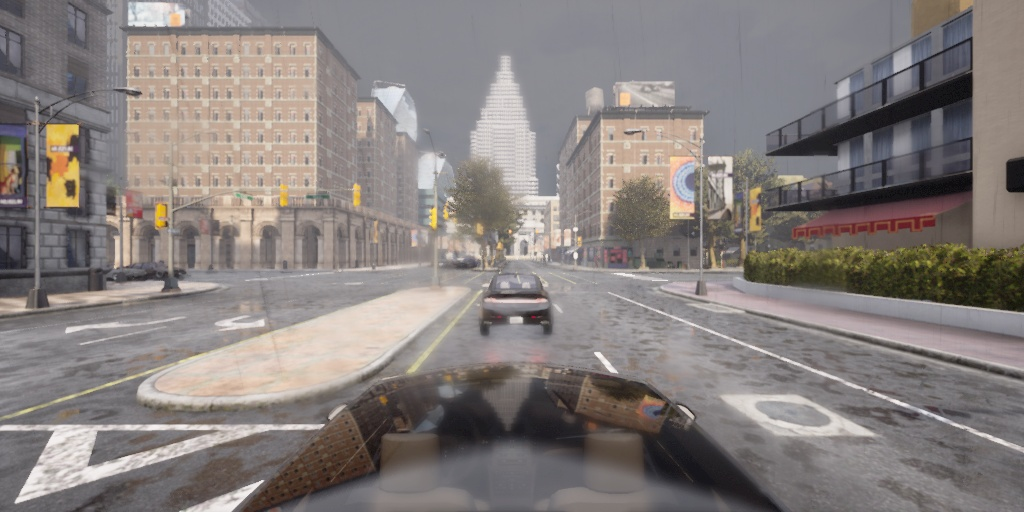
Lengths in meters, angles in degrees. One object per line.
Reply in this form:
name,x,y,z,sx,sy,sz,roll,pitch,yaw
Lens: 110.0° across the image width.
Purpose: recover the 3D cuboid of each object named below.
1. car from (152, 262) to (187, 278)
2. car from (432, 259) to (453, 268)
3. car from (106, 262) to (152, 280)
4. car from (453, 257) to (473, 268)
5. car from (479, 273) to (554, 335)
car,-33.847,1.283,33.632,5.357,1.411,2.033,0,0,0
car,-11.512,1.215,60.646,2.128,1.511,4.902,0,0,0
car,-33.825,1.338,30.134,4.718,1.301,1.895,0,0,0
car,-8.022,1.325,59.198,1.895,1.301,4.718,0,0,0
car,0.106,1.237,10.513,2.128,1.511,4.902,0,0,0
